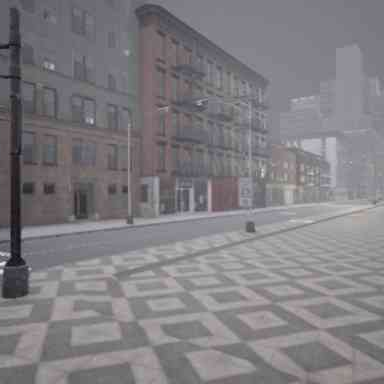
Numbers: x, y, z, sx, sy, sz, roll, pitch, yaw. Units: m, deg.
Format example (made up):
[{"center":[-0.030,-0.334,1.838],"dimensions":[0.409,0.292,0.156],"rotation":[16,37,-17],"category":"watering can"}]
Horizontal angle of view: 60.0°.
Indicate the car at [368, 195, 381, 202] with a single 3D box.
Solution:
[{"center":[44.449,1.836,81.529],"dimensions":[1.994,1.385,4.181],"rotation":[0,0,35],"category":"car"}]
